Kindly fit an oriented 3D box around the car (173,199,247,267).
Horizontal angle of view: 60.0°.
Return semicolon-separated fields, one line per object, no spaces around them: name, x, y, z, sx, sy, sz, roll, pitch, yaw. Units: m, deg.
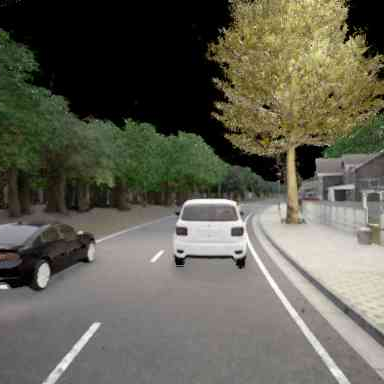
car;0.683;1.261;11.732;2.150;2.045;5.566;0;0;5

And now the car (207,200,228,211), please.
car;3.579;1.804;45.774;1.994;1.385;4.181;0;-1;18

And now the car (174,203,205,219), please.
car;-0.150;1.703;31.036;1.895;1.301;4.718;0;0;13

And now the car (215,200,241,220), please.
car;3.371;1.581;30.023;1.882;1.535;5.008;0;0;12

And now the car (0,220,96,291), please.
car;-4.247;1.501;9.160;1.882;1.535;5.008;0;0;4
